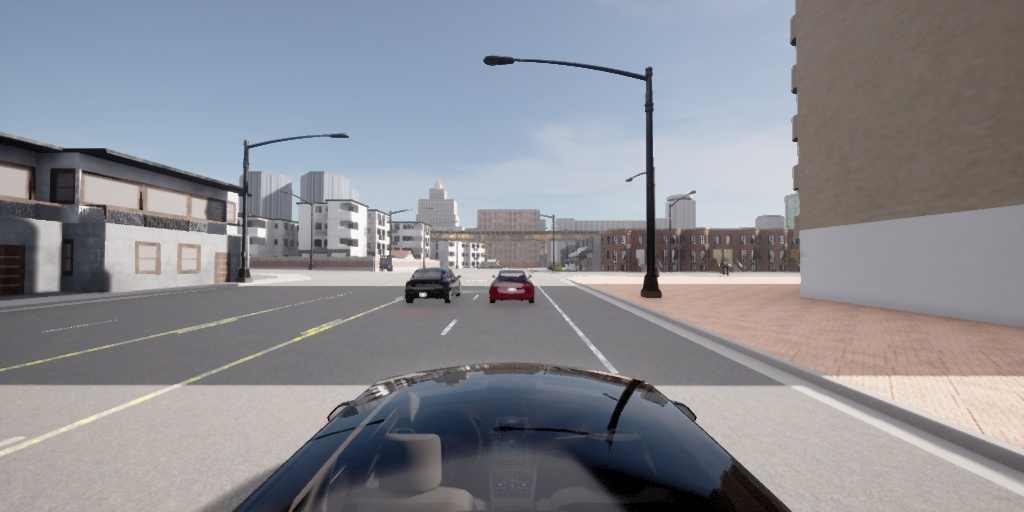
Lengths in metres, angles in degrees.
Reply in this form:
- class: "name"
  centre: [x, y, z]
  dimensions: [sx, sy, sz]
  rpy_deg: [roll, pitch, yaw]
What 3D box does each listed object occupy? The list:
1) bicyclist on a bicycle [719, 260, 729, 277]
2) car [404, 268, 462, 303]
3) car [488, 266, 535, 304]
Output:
- class: "bicyclist on a bicycle"
  centre: [20.400, 1.198, 34.583]
  dimensions: [0.582, 1.620, 1.656]
  rpy_deg: [0, -1, 1]
- class: "car"
  centre: [-3.500, 1.276, 16.505]
  dimensions: [1.837, 1.490, 4.892]
  rpy_deg: [0, 0, 0]
- class: "car"
  centre: [0.000, 1.332, 16.504]
  dimensions: [1.994, 1.385, 4.181]
  rpy_deg: [0, 0, 0]
